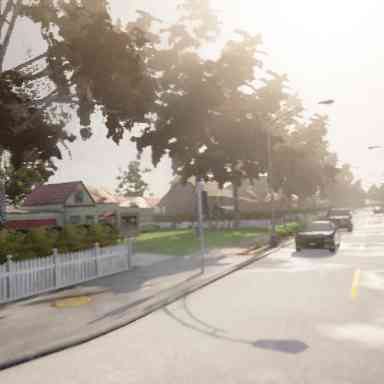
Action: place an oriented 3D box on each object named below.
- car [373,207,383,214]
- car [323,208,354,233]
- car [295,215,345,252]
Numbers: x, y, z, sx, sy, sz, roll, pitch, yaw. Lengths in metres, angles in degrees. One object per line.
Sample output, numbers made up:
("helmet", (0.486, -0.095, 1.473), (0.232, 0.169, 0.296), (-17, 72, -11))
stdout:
("car", (44.232, 4.449, 78.893), (1.994, 1.385, 4.181), (-4, -4, 28))
("car", (13.199, 2.488, 29.842), (2.150, 2.045, 5.566), (-4, -4, 28))
("car", (6.960, 2.310, 18.209), (1.882, 1.535, 5.008), (-4, -4, 28))
